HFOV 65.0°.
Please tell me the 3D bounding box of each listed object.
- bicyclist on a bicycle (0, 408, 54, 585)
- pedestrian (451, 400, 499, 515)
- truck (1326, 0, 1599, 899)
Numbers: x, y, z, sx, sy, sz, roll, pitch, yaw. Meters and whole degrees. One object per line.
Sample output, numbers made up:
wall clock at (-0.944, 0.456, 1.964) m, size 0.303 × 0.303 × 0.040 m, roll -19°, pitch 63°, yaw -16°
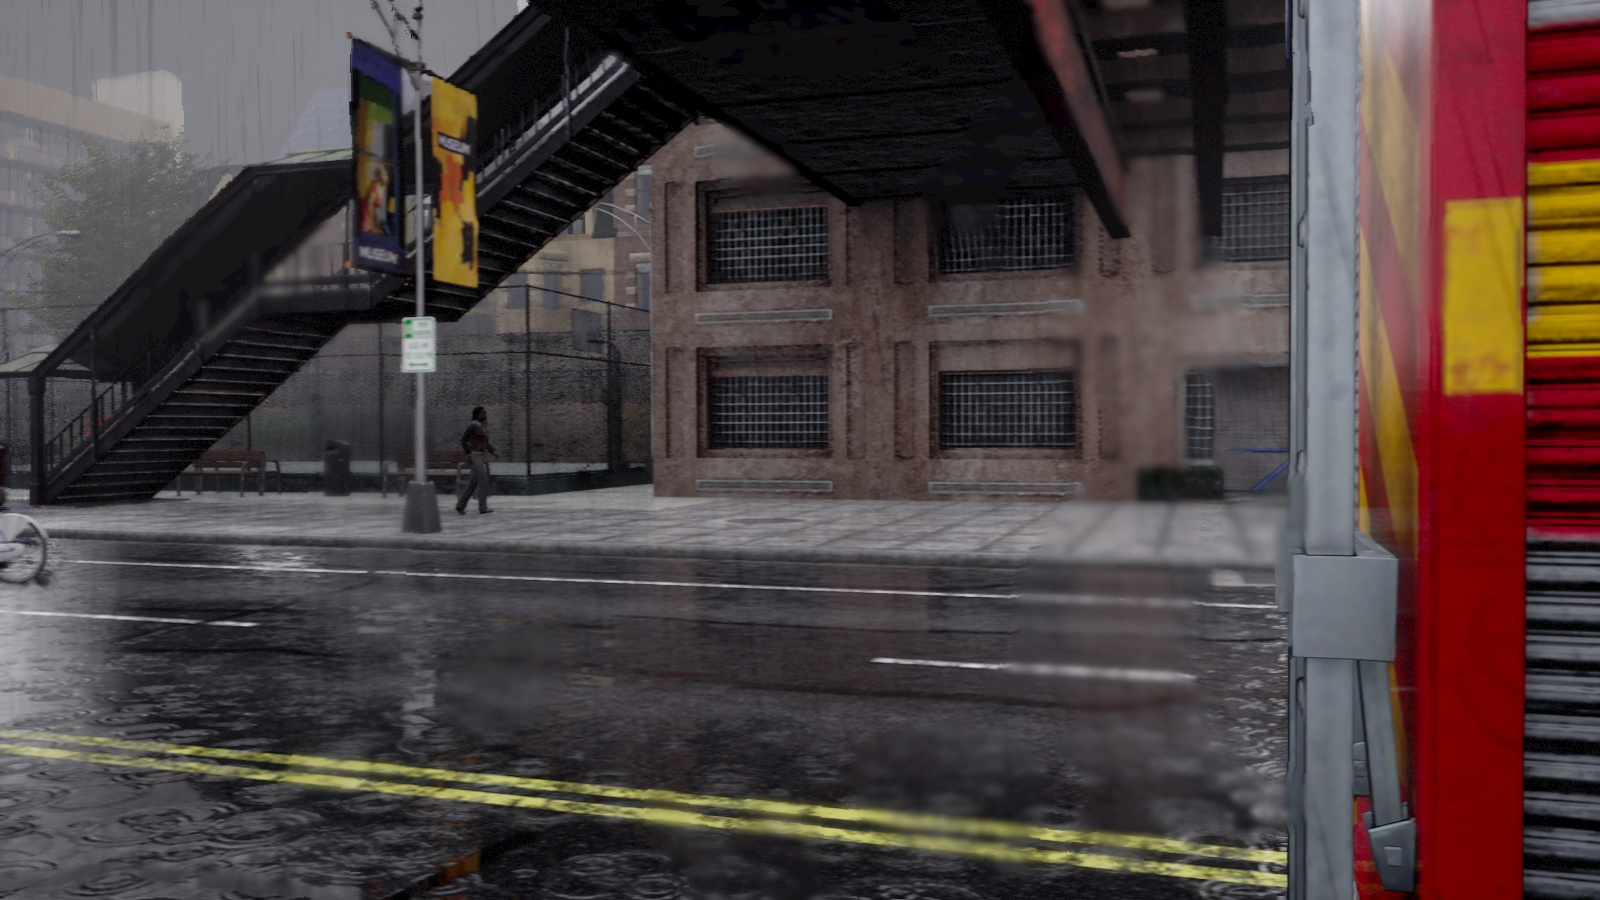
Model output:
bicyclist on a bicycle at (-8.838, 0.455, 13.029) m, size 1.843 × 1.776 × 0.659 m, roll 1°, pitch 1°, yaw 5°
pedestrian at (-5.497, 0.122, 21.254) m, size 0.666 × 1.930 × 0.402 m, roll 0°, pitch 1°, yaw 9°
truck at (5.297, -0.340, 1.397) m, size 8.468 × 3.827 × 2.891 m, roll 1°, pitch 1°, yaw 19°
